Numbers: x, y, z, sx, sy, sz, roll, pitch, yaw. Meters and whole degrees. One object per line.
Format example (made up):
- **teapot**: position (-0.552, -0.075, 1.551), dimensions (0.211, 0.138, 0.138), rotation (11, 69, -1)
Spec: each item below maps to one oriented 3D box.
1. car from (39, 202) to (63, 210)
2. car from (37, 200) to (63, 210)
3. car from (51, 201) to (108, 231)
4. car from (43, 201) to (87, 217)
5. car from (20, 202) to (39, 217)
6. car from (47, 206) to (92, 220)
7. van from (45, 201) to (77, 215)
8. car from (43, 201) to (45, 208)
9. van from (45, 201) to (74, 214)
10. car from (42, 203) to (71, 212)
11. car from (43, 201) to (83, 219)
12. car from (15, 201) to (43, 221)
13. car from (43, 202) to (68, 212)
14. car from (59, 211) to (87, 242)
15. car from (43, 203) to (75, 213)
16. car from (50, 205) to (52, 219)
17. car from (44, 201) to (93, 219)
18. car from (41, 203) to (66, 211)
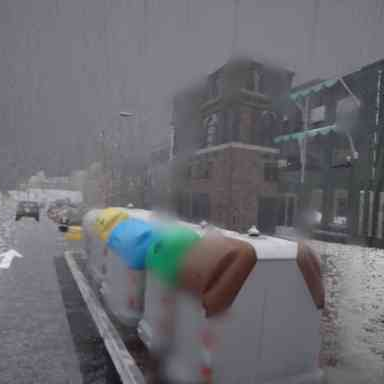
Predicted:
- **car**: position (-35.066, 3.574, 83.022), dimensions (2.097, 1.535, 5.008), rotation (1, -4, 42)
- **car**: position (-36.473, 3.372, 85.685), dimensions (2.435, 2.045, 5.566), rotation (1, -4, 42)
- **car**: position (-5.272, 1.932, 20.503), dimensions (5.566, 2.045, 2.435), rotation (7, -5, -45)
- **car**: position (-19.253, 2.626, 50.502), dimensions (2.435, 2.045, 5.566), rotation (0, -5, 45)
- **car**: position (-22.181, 2.338, 45.506), dimensions (2.097, 1.767, 4.553), rotation (4, -3, -25)
- **car**: position (-15.486, 2.716, 42.278), dimensions (2.163, 1.488, 4.792), rotation (1, -4, 45)
- **van**: position (-21.898, 2.762, 55.838), dimensions (1.878, 1.987, 4.442), rotation (1, -4, 45)
- **car**: position (-14.190, 2.374, 39.571), dimensions (2.435, 2.045, 5.566), rotation (1, -4, 45)
- **van**: position (-24.462, 2.885, 61.289), dimensions (1.878, 1.987, 4.442), rotation (1, -4, 45)
- **car**: position (-28.308, 3.298, 69.516), dimensions (2.231, 1.521, 4.892), rotation (0, -5, 44)
- **car**: position (-11.644, 2.251, 34.123), dimensions (2.435, 2.045, 5.566), rotation (1, -4, 45)
- **car**: position (-17.417, 1.985, 35.439), dimensions (2.150, 2.045, 5.566), rotation (4, -3, -24)
- **car**: position (-29.635, 3.228, 72.231), dimensions (2.185, 1.767, 4.553), rotation (1, -5, 44)
- **car**: position (-3.902, 2.115, 17.854), dimensions (5.366, 1.575, 1.946), rotation (7, -5, -45)
- **car**: position (-25.562, 3.193, 64.221), dimensions (1.946, 1.575, 5.366), rotation (0, -5, 44)
- **car**: position (-10.395, 2.314, 31.397), dimensions (2.185, 1.767, 4.553), rotation (0, -5, 45)
- **car**: position (-16.706, 2.502, 45.061), dimensions (2.435, 2.045, 5.566), rotation (0, -5, 45)
- **car**: position (-32.321, 3.467, 77.645), dimensions (2.097, 1.535, 5.008), rotation (1, -4, 43)
